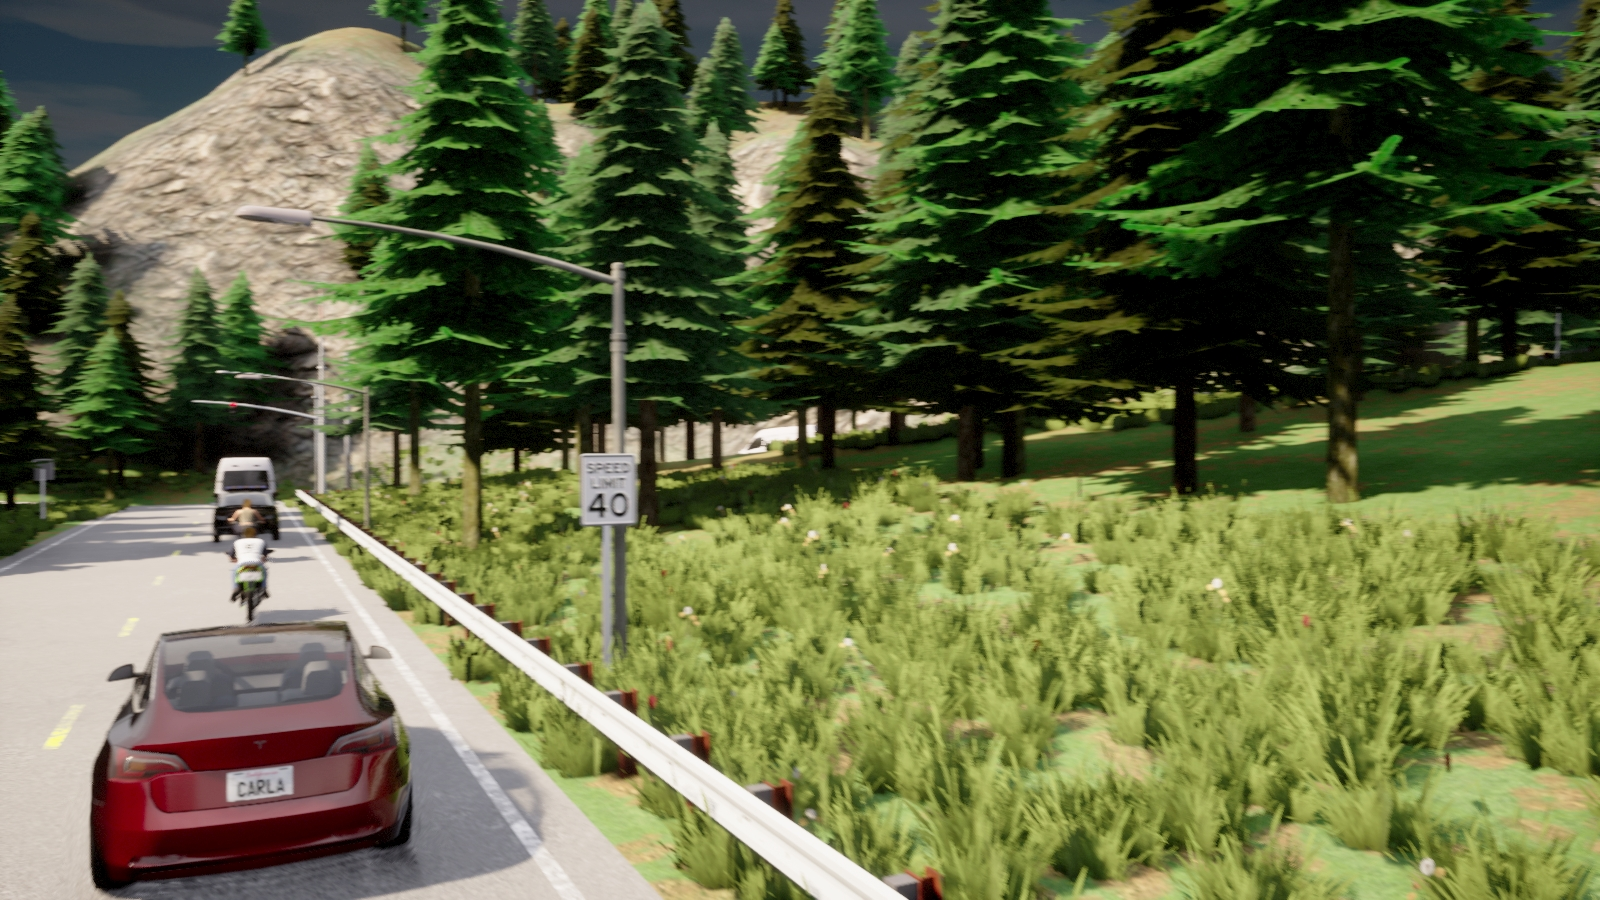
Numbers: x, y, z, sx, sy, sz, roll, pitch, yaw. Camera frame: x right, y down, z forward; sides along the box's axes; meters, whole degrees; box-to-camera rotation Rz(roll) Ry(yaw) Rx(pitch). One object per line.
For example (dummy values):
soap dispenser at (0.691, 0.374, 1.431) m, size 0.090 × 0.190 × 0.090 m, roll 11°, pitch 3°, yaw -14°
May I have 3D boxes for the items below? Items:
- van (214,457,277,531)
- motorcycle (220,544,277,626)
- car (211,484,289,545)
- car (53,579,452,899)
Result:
van at (-21.062, 1.558, 43.400) m, size 1.988 × 2.561 × 5.915 m, roll 0°, pitch 0°, yaw -26°
motorcycle at (-9.245, 2.220, 19.155) m, size 0.803 × 1.145 × 2.033 m, roll 0°, pitch -1°, yaw -26°
car at (-17.701, 2.001, 36.786) m, size 2.097 × 1.638 × 5.238 m, roll 0°, pitch 0°, yaw -26°
car at (-4.263, 2.065, 9.049) m, size 2.163 × 1.488 × 4.792 m, roll 0°, pitch 0°, yaw -26°
